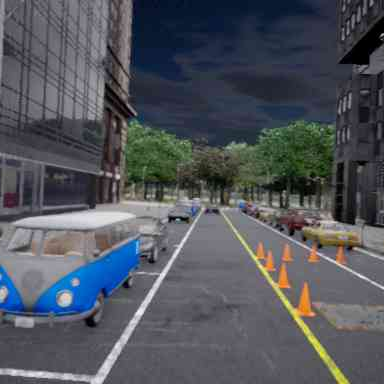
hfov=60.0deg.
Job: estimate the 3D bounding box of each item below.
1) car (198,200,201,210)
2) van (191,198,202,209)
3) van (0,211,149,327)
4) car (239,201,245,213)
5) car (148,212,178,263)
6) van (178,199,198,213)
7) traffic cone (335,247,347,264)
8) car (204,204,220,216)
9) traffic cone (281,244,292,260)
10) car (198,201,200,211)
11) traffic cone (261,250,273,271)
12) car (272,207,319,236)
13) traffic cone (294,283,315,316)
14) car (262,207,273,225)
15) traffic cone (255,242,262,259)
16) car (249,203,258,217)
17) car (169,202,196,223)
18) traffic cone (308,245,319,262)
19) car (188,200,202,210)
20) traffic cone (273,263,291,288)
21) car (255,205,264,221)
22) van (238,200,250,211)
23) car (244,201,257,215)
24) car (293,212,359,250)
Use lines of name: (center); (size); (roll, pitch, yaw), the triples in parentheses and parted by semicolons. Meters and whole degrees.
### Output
car: (-0.054, 2.089, 44.715); (1.947, 1.339, 4.313); (3, -1, 3)
van: (0.872, 2.105, 61.003); (1.690, 1.788, 3.998); (3, -1, 3)
van: (-2.182, 1.316, 6.719); (1.690, 1.788, 3.998); (3, -1, 3)
car: (8.765, 2.314, 49.662); (2.192, 1.841, 5.009); (3, -1, 3)
car: (-1.886, 1.603, 12.145); (2.008, 1.369, 4.403); (3, -1, 3)
van: (-0.654, 1.706, 33.861); (1.690, 1.788, 3.998); (3, -1, 3)
traffic cone: (5.610, 2.366, 12.543); (0.340, 0.580, 0.340); (3, -1, 3)
car: (2.517, 2.204, 41.290); (1.895, 1.301, 4.718); (3, -1, 3)
traffic cone: (3.616, 2.274, 12.656); (0.340, 0.580, 0.340); (3, -1, 3)
car: (-0.367, 1.967, 39.118); (1.752, 1.417, 4.829); (3, -1, 3)
traffic cone: (2.506, 2.199, 10.716); (0.340, 0.580, 0.340); (3, -1, 3)
car: (7.238, 1.919, 22.520); (2.192, 1.841, 5.009); (3, -1, 3)
traffic cone: (2.281, 2.142, 6.723); (0.340, 0.580, 0.340); (3, -1, 3)
car: (7.533, 2.233, 27.945); (2.008, 1.369, 4.403); (3, -1, 3)
traffic cone: (2.618, 2.227, 12.713); (0.340, 0.580, 0.340); (3, -1, 3)
car: (8.144, 2.384, 38.803); (1.887, 1.381, 4.507); (3, -1, 3)
car: (-0.970, 1.852, 28.430); (1.947, 1.339, 4.313); (3, -1, 3)
traffic cone: (4.613, 2.320, 12.599); (0.340, 0.580, 0.340); (3, -1, 3)
car: (0.562, 2.124, 55.573); (1.967, 1.590, 4.097); (3, -1, 3)
traffic cone: (2.394, 2.170, 8.719); (0.340, 0.580, 0.340); (3, -1, 3)
car: (7.849, 2.288, 33.544); (1.752, 1.417, 4.829); (3, -1, 3)
van: (9.375, 2.501, 60.519); (1.690, 1.788, 3.998); (3, -1, 3)
car: (8.454, 2.359, 44.232); (1.967, 1.590, 4.097); (3, -1, 3)
car: (6.933, 2.053, 17.259); (1.752, 1.417, 4.829); (3, -1, 3)
